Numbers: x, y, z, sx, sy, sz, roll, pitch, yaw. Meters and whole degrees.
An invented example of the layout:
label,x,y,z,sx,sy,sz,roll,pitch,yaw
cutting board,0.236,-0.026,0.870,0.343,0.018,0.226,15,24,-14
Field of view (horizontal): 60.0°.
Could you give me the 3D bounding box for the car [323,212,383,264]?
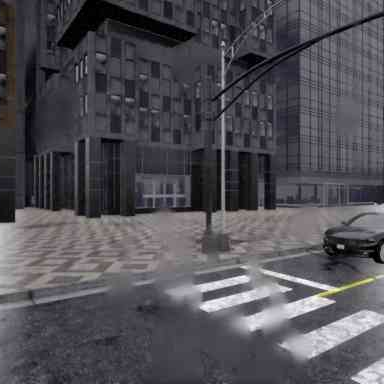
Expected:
label,x,y,z,sx,sy,sz,roll,pitch,yaw
car,6.754,1.467,12.029,5.008,1.535,1.882,0,0,-36
